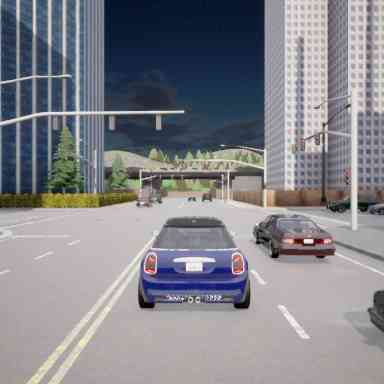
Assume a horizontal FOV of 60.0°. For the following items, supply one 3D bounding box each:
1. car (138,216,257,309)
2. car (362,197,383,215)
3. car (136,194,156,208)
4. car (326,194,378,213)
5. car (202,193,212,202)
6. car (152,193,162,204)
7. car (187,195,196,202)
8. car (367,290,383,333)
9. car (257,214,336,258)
[{"bbox_3d":[0.056,1.355,8.054,2.097,1.767,4.553,0,0,0],"label":"car"},{"bbox_3d":[20.007,1.538,33.126,4.674,1.442,1.812,0,0,0],"label":"car"},{"bbox_3d":[-7.116,1.509,49.825,2.128,1.511,4.902,0,0,0],"label":"car"},{"bbox_3d":[17.829,1.235,36.659,5.566,2.045,2.150,0,0,0],"label":"car"},{"bbox_3d":[3.469,1.231,77.775,2.150,2.045,5.566,0,0,0],"label":"car"},{"bbox_3d":[-7.071,1.244,64.316,2.150,2.045,5.566,0,0,0],"label":"car"},{"bbox_3d":[-0.031,1.530,77.743,1.812,1.442,4.674,0,0,0],"label":"car"},{"bbox_3d":[3.600,1.548,2.614,2.033,1.411,5.357,0,0,0],"label":"car"},{"bbox_3d":[3.605,1.552,12.682,2.033,1.411,5.357,0,0,1],"label":"car"}]
